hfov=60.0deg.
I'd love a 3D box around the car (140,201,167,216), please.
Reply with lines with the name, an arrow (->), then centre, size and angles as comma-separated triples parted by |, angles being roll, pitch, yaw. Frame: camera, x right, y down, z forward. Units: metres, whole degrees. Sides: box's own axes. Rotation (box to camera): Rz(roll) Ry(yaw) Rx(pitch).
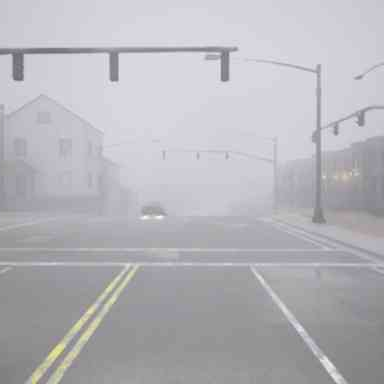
car -> -3.622, 1.585, 32.113 | 1.994, 1.385, 4.181 | 0, -5, 4
